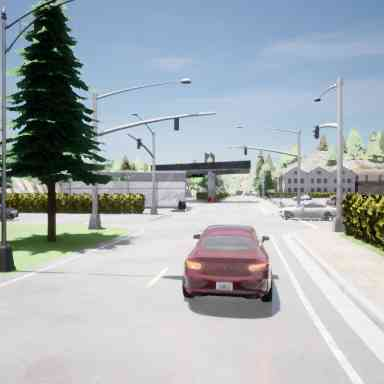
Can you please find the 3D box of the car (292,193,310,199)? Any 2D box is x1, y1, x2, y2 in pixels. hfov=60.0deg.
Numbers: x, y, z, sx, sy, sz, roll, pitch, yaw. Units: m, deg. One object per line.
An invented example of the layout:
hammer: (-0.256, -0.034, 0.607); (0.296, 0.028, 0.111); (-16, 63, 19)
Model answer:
car: (24.912, 1.361, 75.867); (3.806, 1.475, 1.970); (0, 0, 9)

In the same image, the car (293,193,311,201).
car: (26.042, 1.077, 79.052); (3.866, 1.878, 1.905); (0, 0, 9)

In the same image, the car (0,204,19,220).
car: (-16.205, 1.491, 26.282); (4.902, 1.511, 2.128); (0, 0, 9)

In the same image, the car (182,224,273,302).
car: (0.941, 1.526, 8.249); (1.812, 1.442, 4.674); (0, 0, 9)

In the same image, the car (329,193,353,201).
car: (33.290, 1.097, 74.560); (4.605, 1.855, 1.932); (0, 0, 9)

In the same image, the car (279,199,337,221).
car: (9.333, 1.525, 26.531); (4.674, 1.442, 1.812); (0, 0, 14)

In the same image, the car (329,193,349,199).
car: (19.533, 1.330, 42.034); (5.027, 1.636, 2.152); (0, 0, 9)

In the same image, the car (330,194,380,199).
car: (19.087, 1.339, 38.929); (4.514, 1.523, 2.007); (0, 0, 9)
